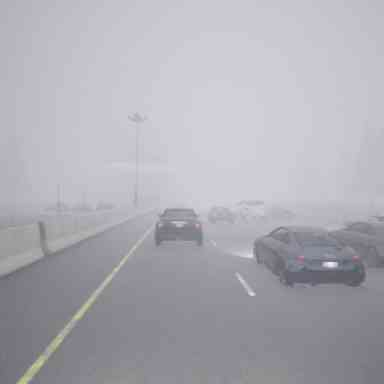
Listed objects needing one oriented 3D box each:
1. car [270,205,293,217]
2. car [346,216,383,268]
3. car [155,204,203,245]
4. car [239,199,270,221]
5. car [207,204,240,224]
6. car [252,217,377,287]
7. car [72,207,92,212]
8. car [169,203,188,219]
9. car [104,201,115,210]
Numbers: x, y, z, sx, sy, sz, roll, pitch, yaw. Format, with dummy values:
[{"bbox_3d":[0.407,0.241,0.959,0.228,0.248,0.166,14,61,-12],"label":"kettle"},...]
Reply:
[{"bbox_3d":[9.105,2.123,34.922,1.812,1.442,4.674,1,-1,-2],"label":"car"},{"bbox_3d":[6.549,1.733,11.926,1.994,1.385,4.181,1,-1,-2],"label":"car"},{"bbox_3d":[-0.636,1.493,16.392,2.097,1.767,4.553,1,-1,-2],"label":"car"},{"bbox_3d":[5.696,1.738,33.017,2.150,2.045,5.566,1,-1,-2],"label":"car"},{"bbox_3d":[2.385,1.923,28.227,2.033,1.411,5.357,1,-1,-2],"label":"car"},{"bbox_3d":[3.136,1.673,9.728,1.994,1.385,4.181,1,0,-2],"label":"car"},{"bbox_3d":[-16.055,2.191,48.557,1.812,1.442,4.674,1,-1,-2],"label":"car"},{"bbox_3d":[-1.396,1.964,35.081,1.882,1.535,5.008,1,-1,-2],"label":"car"},{"bbox_3d":[-12.556,2.042,48.703,1.994,1.385,4.181,1,-1,-2],"label":"car"}]
